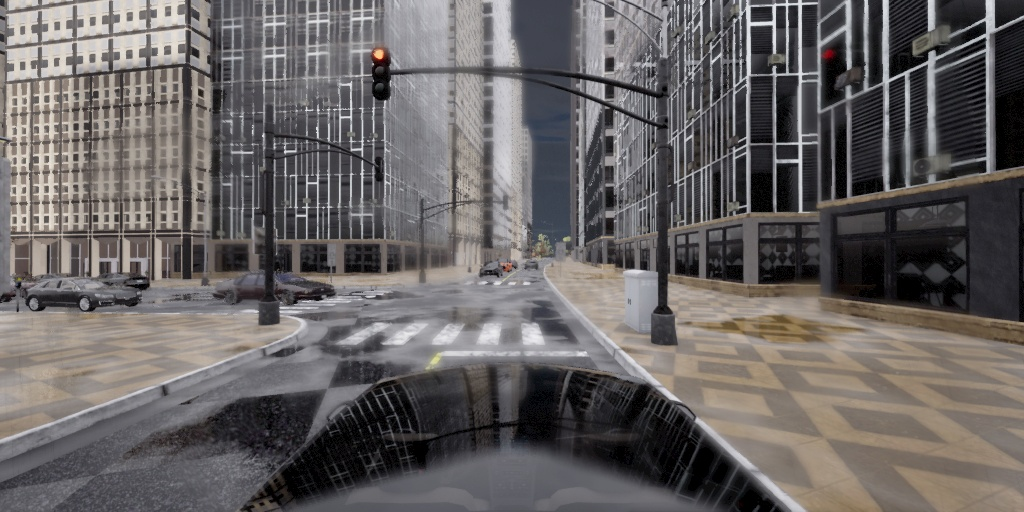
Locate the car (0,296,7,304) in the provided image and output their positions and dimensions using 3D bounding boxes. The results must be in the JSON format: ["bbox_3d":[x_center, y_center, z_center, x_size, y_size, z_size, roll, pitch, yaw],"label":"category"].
[{"bbox_3d":[-27.209,1.725,19.294,4.674,1.442,1.812,-1,0,9],"label":"car"}]

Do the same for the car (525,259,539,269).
[{"bbox_3d":[3.032,1.194,54.114,2.128,1.511,4.902,0,0,6],"label":"car"}]

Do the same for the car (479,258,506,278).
[{"bbox_3d":[-1.924,1.238,34.207,1.837,1.490,4.892,0,0,4],"label":"car"}]

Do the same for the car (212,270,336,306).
[{"bbox_3d":[-10.931,1.454,16.471,5.357,1.411,2.033,-1,0,13],"label":"car"}]

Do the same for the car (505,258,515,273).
[{"bbox_3d":[-1.183,1.074,43.786,2.097,1.767,4.553,0,0,5],"label":"car"}]

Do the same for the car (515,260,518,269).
[{"bbox_3d":[-0.167,1.250,54.328,2.033,1.411,5.357,0,0,6],"label":"car"}]

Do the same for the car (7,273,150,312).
[{"bbox_3d":[-18.127,1.567,15.228,4.403,1.370,2.007,0,0,9],"label":"car"}]
